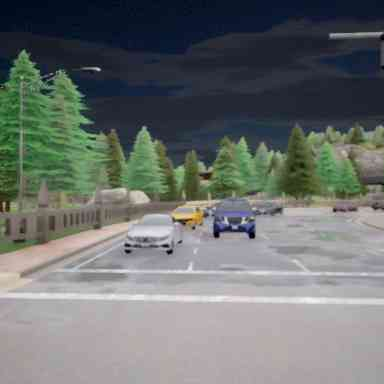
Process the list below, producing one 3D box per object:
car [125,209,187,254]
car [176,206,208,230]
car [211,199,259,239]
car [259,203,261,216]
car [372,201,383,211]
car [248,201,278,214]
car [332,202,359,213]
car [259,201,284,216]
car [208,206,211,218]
[{"bbox_3d":[-1.467,1.667,14.295,1.812,1.442,4.674,0,-1,5],"label":"car"},{"bbox_3d":[-0.355,1.733,23.539,1.882,1.535,5.008,0,-1,11],"label":"car"},{"bbox_3d":[2.444,1.429,19.185,2.150,2.045,5.566,0,-1,7],"label":"car"},{"bbox_3d":[4.521,1.930,28.957,1.895,1.301,4.718,0,-1,20],"label":"car"},{"bbox_3d":[29.677,2.126,50.567,4.902,1.511,2.128,0,-1,-19],"label":"car"},{"bbox_3d":[9.543,2.032,44.562,1.837,1.490,4.892,-1,-1,41],"label":"car"},{"bbox_3d":[21.075,2.123,45.524,4.181,1.385,1.994,1,-1,-37],"label":"car"},{"bbox_3d":[9.008,1.937,38.000,2.128,1.511,4.902,0,-1,34],"label":"car"},{"bbox_3d":[2.822,1.879,33.951,2.128,1.511,4.902,0,-1,25],"label":"car"}]
